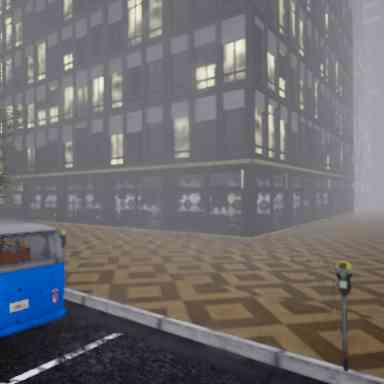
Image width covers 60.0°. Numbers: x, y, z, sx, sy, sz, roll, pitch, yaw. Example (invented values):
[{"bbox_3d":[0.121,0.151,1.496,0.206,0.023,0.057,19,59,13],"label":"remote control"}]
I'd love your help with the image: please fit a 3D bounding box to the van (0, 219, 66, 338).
[{"bbox_3d":[-3.888,1.333,5.674,3.998,1.788,1.690,0,-1,36],"label":"van"}]
